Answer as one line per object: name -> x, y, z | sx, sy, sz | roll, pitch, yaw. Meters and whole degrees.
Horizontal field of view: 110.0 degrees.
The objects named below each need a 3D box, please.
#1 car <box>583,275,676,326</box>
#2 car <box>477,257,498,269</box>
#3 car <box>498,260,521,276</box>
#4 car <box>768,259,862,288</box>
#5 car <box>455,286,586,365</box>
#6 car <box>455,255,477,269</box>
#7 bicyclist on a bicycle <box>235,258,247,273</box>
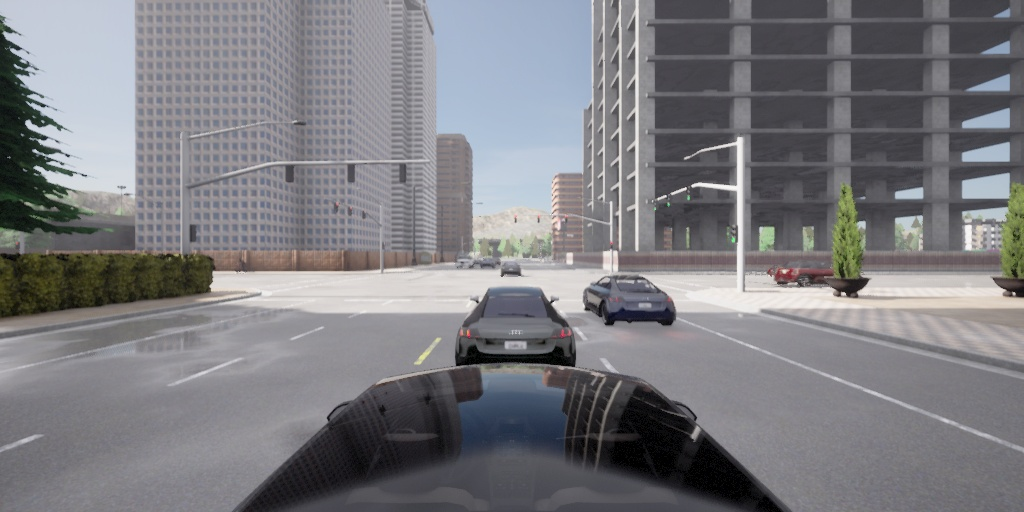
car -> 3.576, 1.301, 11.646 | 1.994, 1.385, 4.181 | 0, 0, 0
car -> -3.655, 1.035, 54.302 | 2.097, 1.767, 4.553 | 0, 0, 1
car -> -0.100, 1.269, 36.610 | 1.994, 1.385, 4.181 | 0, 0, 0
car -> 19.684, 1.074, 23.085 | 4.553, 1.767, 2.097 | 0, 0, 0
car -> 0.058, 1.307, 7.385 | 1.994, 1.385, 4.181 | 0, 0, 0
car -> -7.147, 0.902, 54.762 | 2.150, 2.045, 5.566 | 0, 0, 1
bicyclist on a bicycle -> -29.393, 1.003, 38.866 | 0.582, 1.620, 1.656 | 0, 0, 0
